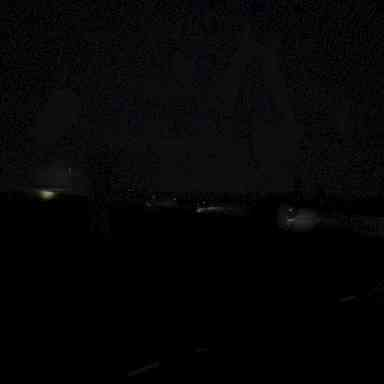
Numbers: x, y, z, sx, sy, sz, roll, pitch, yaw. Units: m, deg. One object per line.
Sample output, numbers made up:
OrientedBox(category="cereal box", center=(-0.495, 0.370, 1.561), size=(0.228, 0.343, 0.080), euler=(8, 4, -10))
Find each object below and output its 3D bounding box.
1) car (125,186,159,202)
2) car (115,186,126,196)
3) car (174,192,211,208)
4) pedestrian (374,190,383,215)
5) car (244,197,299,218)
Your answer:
OrientedBox(category="car", center=(-5.911, 0.321, 41.225), size=(2.128, 1.511, 4.902), euler=(-3, 4, -35))
OrientedBox(category="car", center=(-10.673, -0.194, 53.057), size=(1.837, 1.490, 4.892), euler=(-3, 4, -35))
OrientedBox(category="car", center=(-0.017, 0.730, 32.867), size=(1.994, 1.385, 4.181), euler=(-3, 4, -35))
OrientedBox(category="pedestrian", center=(13.537, 0.732, 24.004), size=(0.375, 1.860, 0.375), euler=(-1, 1, -35))
OrientedBox(category="car", center=(5.782, 1.064, 24.676), size=(1.994, 1.385, 4.181), euler=(-3, 4, -34))
